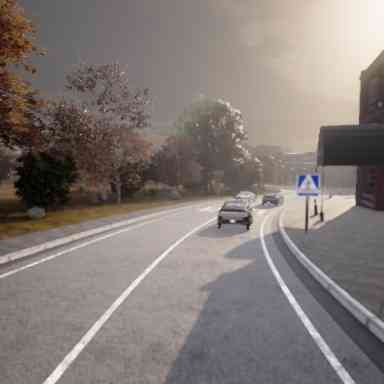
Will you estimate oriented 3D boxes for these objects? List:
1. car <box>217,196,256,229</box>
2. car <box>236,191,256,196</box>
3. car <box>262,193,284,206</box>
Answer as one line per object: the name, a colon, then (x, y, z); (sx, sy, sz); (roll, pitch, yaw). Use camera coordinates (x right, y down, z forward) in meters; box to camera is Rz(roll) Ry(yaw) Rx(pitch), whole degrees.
car: (2.699, 1.276, 19.956); (2.128, 1.511, 4.902); (1, 1, 13)
car: (6.775, 0.586, 41.960); (1.812, 1.442, 4.674); (3, 3, 27)
car: (9.583, 0.829, 39.140); (1.837, 1.490, 4.892); (2, 2, 26)
